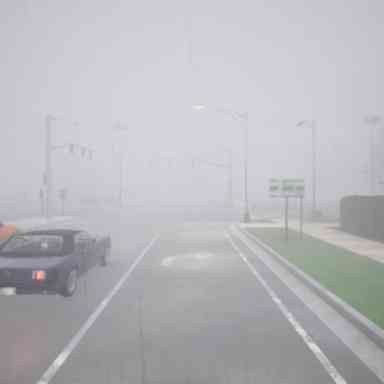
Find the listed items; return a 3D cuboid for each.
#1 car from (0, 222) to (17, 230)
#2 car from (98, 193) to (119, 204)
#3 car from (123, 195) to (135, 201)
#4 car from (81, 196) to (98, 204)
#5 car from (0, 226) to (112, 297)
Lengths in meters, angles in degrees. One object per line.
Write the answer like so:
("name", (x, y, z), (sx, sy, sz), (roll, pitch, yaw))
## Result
("car", (-6.932, 1.325, 9.901), (2.097, 1.767, 4.553), (0, 0, 0))
("car", (-14.428, 1.379, 58.731), (2.033, 1.411, 5.357), (0, 0, 1))
("car", (-14.154, 1.307, 74.569), (1.812, 1.442, 4.674), (0, 0, 1))
("car", (-17.928, 1.433, 58.595), (1.895, 1.301, 4.718), (0, 0, 1))
("car", (-3.439, 1.576, 8.462), (1.895, 1.301, 4.718), (0, 0, 0))
